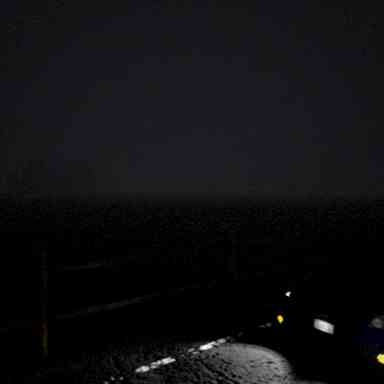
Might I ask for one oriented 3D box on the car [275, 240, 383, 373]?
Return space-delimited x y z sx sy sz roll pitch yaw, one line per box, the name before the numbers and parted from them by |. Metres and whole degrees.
car | 3.313 1.530 5.433 4.181 1.385 1.994 0 0 -35
